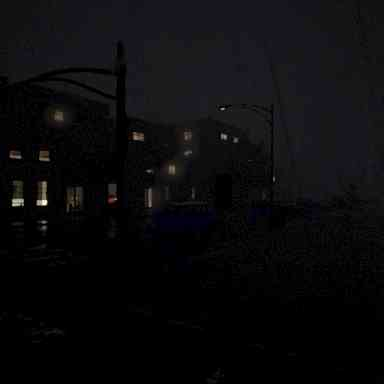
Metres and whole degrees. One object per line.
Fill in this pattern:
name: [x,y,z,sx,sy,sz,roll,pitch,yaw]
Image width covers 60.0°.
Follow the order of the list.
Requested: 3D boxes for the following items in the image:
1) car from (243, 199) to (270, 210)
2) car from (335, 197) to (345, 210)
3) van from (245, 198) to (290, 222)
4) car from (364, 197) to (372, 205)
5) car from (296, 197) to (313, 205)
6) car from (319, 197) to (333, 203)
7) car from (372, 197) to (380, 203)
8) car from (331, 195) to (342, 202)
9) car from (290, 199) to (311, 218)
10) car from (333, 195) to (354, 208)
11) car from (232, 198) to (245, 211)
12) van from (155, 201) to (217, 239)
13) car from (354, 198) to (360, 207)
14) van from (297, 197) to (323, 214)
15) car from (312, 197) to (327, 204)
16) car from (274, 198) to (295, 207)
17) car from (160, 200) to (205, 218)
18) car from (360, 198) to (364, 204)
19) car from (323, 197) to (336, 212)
car: [8.788,1.629,45.125,1.887,1.381,4.507,0,0,35]
car: [18.809,1.729,44.830,1.947,1.339,4.313,0,0,35]
van: [6.149,1.436,26.733,1.690,1.788,3.998,0,0,35]
car: [34.637,1.810,67.452,1.887,1.381,4.507,0,0,35]
car: [21.450,1.705,63.222,1.887,1.381,4.507,0,0,35]
car: [30.945,1.792,76.795,1.947,1.339,4.313,0,0,35]
car: [44.133,1.899,81.026,1.947,1.339,4.313,0,0,35]
car: [37.276,1.712,85.844,1.967,1.590,4.097,0,0,35]
car: [9.313,1.655,31.256,1.887,1.381,4.507,0,0,35]
car: [21.977,1.497,49.355,2.192,1.841,5.009,0,0,35]
car: [5.624,1.506,40.601,1.967,1.590,4.097,0,0,35]
van: [-0.181,1.407,17.684,1.690,1.788,3.998,0,0,35]
car: [25.142,1.516,53.880,2.192,1.841,5.009,0,0,35]
van: [12.480,1.469,35.781,1.690,1.788,3.998,0,0,35]
car: [27.682,1.728,72.131,1.752,1.417,4.829,0,0,35]
car: [15.119,1.665,54.173,1.887,1.381,4.507,0,0,35]
car: [-0.805,1.558,31.412,1.752,1.417,4.829,0,0,35]
car: [28.404,1.748,58.543,1.752,1.417,4.829,0,0,35]
car: [15.742,1.671,40.446,1.752,1.417,4.829,0,0,35]
